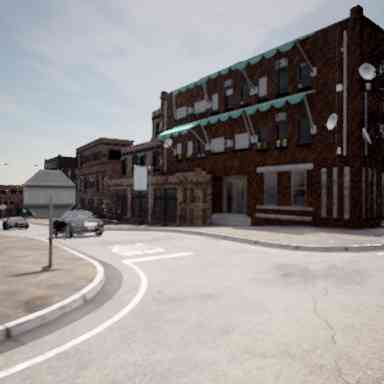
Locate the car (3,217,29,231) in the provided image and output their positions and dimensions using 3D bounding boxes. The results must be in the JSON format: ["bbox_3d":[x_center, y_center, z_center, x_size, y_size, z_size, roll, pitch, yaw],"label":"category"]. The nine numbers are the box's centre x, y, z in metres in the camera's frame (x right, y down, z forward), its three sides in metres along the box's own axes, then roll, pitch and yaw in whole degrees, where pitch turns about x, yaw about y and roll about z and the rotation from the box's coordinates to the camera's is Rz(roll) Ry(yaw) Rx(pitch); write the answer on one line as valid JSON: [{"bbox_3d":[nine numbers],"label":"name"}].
[{"bbox_3d":[-18.448,3.275,34.837,1.994,1.385,4.181,1,-4,-36],"label":"car"}]

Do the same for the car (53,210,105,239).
[{"bbox_3d":[-6.554,1.762,18.804,2.128,1.511,4.902,1,-5,-37],"label":"car"}]
